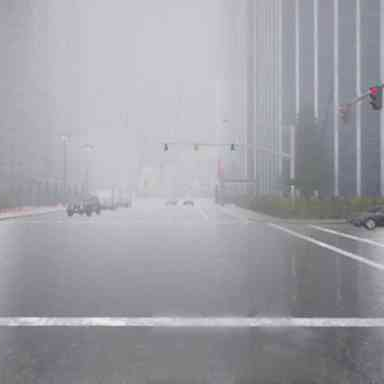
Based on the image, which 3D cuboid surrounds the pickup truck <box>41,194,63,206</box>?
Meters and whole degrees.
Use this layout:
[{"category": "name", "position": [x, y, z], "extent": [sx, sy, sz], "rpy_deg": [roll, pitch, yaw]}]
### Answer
[{"category": "pickup truck", "position": [-24.293, 1.398, 59.666], "extent": [2.390, 2.098, 6.274], "rpy_deg": [0, 0, 30]}]

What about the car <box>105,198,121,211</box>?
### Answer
[{"category": "car", "position": [-11.148, 1.814, 44.034], "extent": [1.994, 1.385, 4.181], "rpy_deg": [0, 0, -1]}]

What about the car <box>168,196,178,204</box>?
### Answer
[{"category": "car", "position": [-4.288, 1.780, 74.967], "extent": [2.097, 1.767, 4.553], "rpy_deg": [0, 0, 0]}]

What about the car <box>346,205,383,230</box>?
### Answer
[{"category": "car", "position": [12.644, 1.628, 21.684], "extent": [4.892, 1.490, 1.837], "rpy_deg": [0, 0, 0]}]

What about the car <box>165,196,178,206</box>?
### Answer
[{"category": "car", "position": [-4.099, 1.893, 64.735], "extent": [1.812, 1.442, 4.674], "rpy_deg": [0, 0, 0]}]

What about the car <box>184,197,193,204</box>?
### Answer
[{"category": "car", "position": [-0.792, 1.813, 75.204], "extent": [1.882, 1.535, 5.008], "rpy_deg": [0, 0, 0]}]

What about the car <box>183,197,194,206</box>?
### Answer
[{"category": "car", "position": [-0.712, 1.894, 64.952], "extent": [1.812, 1.442, 4.674], "rpy_deg": [0, 0, 0]}]

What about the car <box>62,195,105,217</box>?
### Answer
[{"category": "car", "position": [-11.069, 1.418, 34.507], "extent": [2.150, 2.045, 5.566], "rpy_deg": [0, 0, -1]}]

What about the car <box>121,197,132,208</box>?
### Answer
[{"category": "car", "position": [-11.216, 1.660, 54.242], "extent": [2.097, 1.767, 4.553], "rpy_deg": [0, 0, -1]}]
